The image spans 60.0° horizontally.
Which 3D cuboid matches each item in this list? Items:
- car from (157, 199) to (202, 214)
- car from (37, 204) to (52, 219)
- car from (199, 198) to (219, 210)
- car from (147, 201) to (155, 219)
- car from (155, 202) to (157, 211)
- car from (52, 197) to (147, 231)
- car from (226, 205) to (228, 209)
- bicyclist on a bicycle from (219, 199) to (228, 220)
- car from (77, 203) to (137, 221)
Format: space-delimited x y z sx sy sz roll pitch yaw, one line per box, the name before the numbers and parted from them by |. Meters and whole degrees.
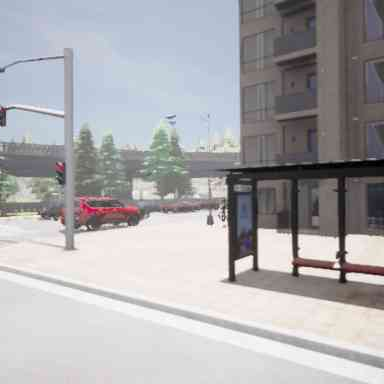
car | -1.432 1.839 39.282 1.895 1.301 4.718 -1 -1 43
car | -11.813 1.510 31.892 2.150 2.045 5.566 -1 -1 37
car | 1.536 1.611 46.377 4.553 1.767 2.097 0 0 -34
car | -5.722 1.678 28.076 1.882 1.535 5.008 -1 -1 36
car | -5.496 1.830 39.962 2.033 1.411 5.357 -1 -1 39
car | -5.869 1.380 21.966 2.150 2.045 5.566 -1 -1 36
car | 6.790 1.707 45.746 4.892 1.490 1.837 0 0 -29
bicyclist on a bicycle | 2.736 1.400 25.606 1.656 1.620 0.582 -1 -1 36
car | -7.877 1.793 31.343 2.033 1.411 5.357 -1 -1 37
